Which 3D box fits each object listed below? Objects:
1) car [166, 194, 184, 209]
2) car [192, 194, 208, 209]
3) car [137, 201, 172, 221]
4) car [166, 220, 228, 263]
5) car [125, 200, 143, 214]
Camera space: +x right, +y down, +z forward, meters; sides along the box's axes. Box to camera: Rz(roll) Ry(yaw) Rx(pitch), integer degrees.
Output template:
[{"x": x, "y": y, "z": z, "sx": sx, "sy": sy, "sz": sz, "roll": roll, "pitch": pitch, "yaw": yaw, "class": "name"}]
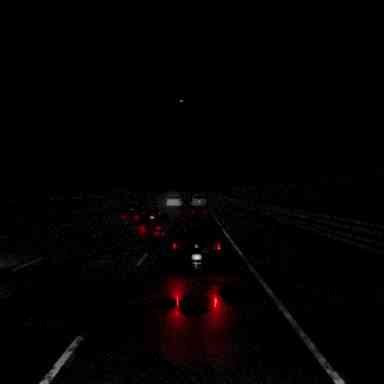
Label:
[{"x": -2.425, "y": 1.359, "z": 47.446, "sx": 2.150, "sy": 2.045, "sz": 5.566, "roll": 0, "pitch": 0, "yaw": 2, "class": "car"}, {"x": 1.116, "y": 1.358, "z": 48.722, "sx": 2.150, "sy": 2.045, "sz": 5.566, "roll": 0, "pitch": 0, "yaw": 2, "class": "car"}, {"x": -3.054, "y": 1.700, "z": 28.001, "sx": 1.895, "sy": 1.301, "sz": 4.718, "roll": 0, "pitch": 0, "yaw": 1, "class": "car"}, {"x": 0.167, "y": 1.652, "z": 12.115, "sx": 1.895, "sy": 1.301, "sz": 4.718, "roll": 0, "pitch": 0, "yaw": 1, "class": "car"}, {"x": -6.288, "y": 1.646, "z": 37.684, "sx": 1.812, "sy": 1.442, "sz": 4.674, "roll": 0, "pitch": 0, "yaw": 2, "class": "car"}]
